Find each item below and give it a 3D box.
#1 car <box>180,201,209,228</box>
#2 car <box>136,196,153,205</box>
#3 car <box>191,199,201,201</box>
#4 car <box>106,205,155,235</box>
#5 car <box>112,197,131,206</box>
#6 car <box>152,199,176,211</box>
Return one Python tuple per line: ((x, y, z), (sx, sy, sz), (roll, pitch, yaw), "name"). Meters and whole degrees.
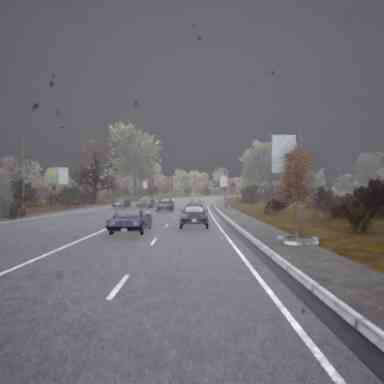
((0.147, 1.542, 22.319), (1.812, 1.442, 4.674), (0, 0, 0), "car")
((-6.516, 1.385, 46.863), (2.097, 1.767, 4.553), (0, 0, 3), "car")
((0.470, 1.594, 41.526), (1.994, 1.385, 4.181), (0, 0, 2), "car")
((-3.373, 1.614, 18.799), (1.895, 1.301, 4.718), (0, 0, 0), "car")
((-9.994, 1.525, 47.418), (2.128, 1.511, 4.902), (0, 0, 3), "car")
((-3.074, 1.521, 40.026), (2.128, 1.511, 4.902), (0, 0, 2), "car")
